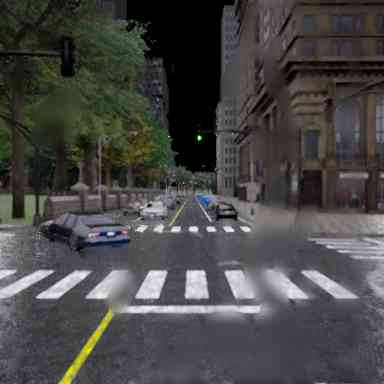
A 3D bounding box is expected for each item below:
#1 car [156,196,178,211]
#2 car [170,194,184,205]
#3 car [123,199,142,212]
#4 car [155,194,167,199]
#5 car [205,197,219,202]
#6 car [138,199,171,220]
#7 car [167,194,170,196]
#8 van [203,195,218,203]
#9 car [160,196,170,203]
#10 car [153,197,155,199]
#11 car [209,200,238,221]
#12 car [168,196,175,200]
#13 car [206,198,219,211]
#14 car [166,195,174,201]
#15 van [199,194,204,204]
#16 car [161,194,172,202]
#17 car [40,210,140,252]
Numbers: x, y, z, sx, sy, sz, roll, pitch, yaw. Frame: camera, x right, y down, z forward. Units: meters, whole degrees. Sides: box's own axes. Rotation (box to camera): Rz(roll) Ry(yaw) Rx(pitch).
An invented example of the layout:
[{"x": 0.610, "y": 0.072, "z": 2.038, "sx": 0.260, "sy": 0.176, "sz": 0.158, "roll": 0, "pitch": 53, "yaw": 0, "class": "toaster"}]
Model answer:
[{"x": -3.087, "y": 1.562, "z": 42.007, "sx": 1.837, "sy": 1.490, "sz": 4.892, "roll": 0, "pitch": 0, "yaw": 0, "class": "car"}, {"x": -2.999, "y": 1.624, "z": 62.632, "sx": 2.033, "sy": 1.411, "sz": 5.357, "roll": 0, "pitch": 0, "yaw": 0, "class": "car"}, {"x": -5.765, "y": 1.598, "z": 33.267, "sx": 2.008, "sy": 1.369, "sz": 4.403, "roll": 0, "pitch": 0, "yaw": 0, "class": "car"}, {"x": -5.764, "y": 1.509, "z": 54.949, "sx": 1.967, "sy": 1.590, "sz": 4.097, "roll": 0, "pitch": 0, "yaw": 0, "class": "car"}, {"x": 2.761, "y": 1.579, "z": 38.838, "sx": 1.752, "sy": 1.417, "sz": 4.829, "roll": 0, "pitch": 0, "yaw": 0, "class": "car"}, {"x": -3.099, "y": 1.567, "z": 28.338, "sx": 1.812, "sy": 1.442, "sz": 4.674, "roll": 0, "pitch": 0, "yaw": 1, "class": "car"}, {"x": -5.765, "y": 1.387, "z": 60.370, "sx": 2.192, "sy": 1.841, "sz": 5.009, "roll": 0, "pitch": 0, "yaw": 0, "class": "car"}, {"x": 2.760, "y": 1.400, "z": 44.088, "sx": 1.690, "sy": 1.788, "sz": 3.998, "roll": 0, "pitch": 0, "yaw": 0, "class": "van"}, {"x": -5.764, "y": 1.602, "z": 71.040, "sx": 1.752, "sy": 1.417, "sz": 4.829, "roll": 0, "pitch": 0, "yaw": 0, "class": "car"}, {"x": -5.765, "y": 1.494, "z": 38.688, "sx": 1.967, "sy": 1.590, "sz": 4.097, "roll": 0, "pitch": 0, "yaw": 0, "class": "car"}, {"x": 2.760, "y": 1.606, "z": 27.827, "sx": 1.947, "sy": 1.339, "sz": 4.313, "roll": 0, "pitch": 0, "yaw": 0, "class": "car"}, {"x": -5.763, "y": 1.663, "z": 92.892, "sx": 1.802, "sy": 1.307, "sz": 4.206, "roll": 0, "pitch": 0, "yaw": 0, "class": "car"}, {"x": 2.761, "y": 1.613, "z": 33.247, "sx": 1.947, "sy": 1.339, "sz": 4.313, "roll": 0, "pitch": 0, "yaw": 0, "class": "car"}, {"x": -5.763, "y": 1.626, "z": 87.471, "sx": 1.887, "sy": 1.381, "sz": 4.507, "roll": 0, "pitch": 0, "yaw": 0, "class": "car"}, {"x": 2.761, "y": 1.416, "z": 65.770, "sx": 1.690, "sy": 1.788, "sz": 3.998, "roll": 0, "pitch": 0, "yaw": 0, "class": "van"}, {"x": -5.764, "y": 1.394, "z": 76.630, "sx": 2.192, "sy": 1.841, "sz": 5.009, "roll": 0, "pitch": 0, "yaw": 0, "class": "car"}, {"x": -4.645, "y": 1.530, "z": 13.982, "sx": 2.033, "sy": 1.411, "sz": 5.357, "roll": 1, "pitch": 0, "yaw": -42, "class": "car"}]
